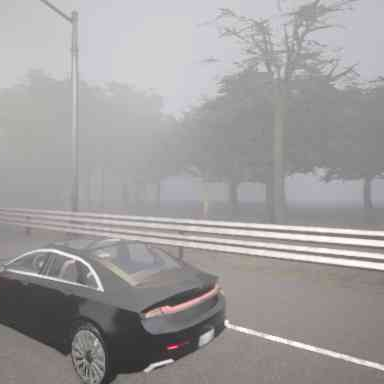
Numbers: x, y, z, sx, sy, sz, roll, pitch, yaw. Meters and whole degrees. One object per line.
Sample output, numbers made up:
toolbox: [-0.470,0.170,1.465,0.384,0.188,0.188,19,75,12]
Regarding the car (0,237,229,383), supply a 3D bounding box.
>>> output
car: [-1.780,1.497,5.346,4.902,1.511,2.128,0,0,36]
